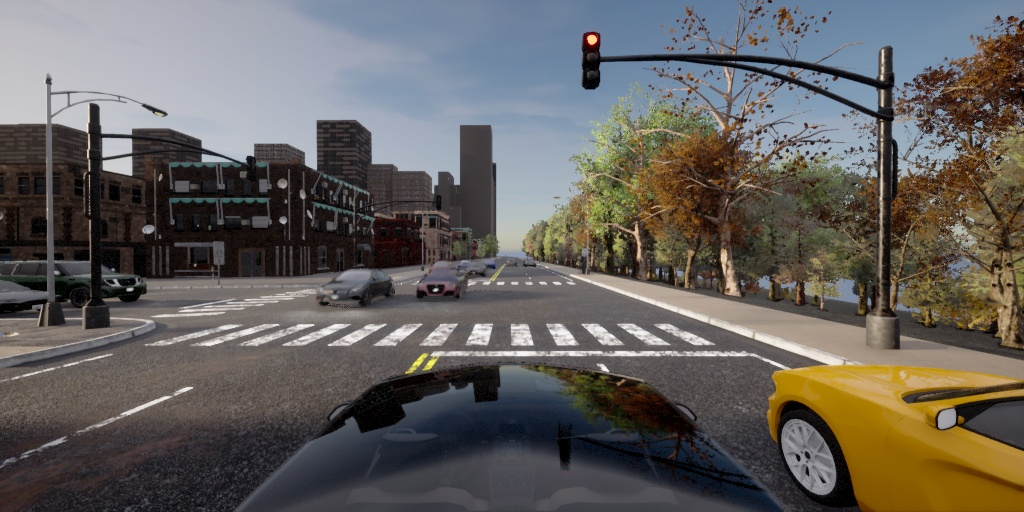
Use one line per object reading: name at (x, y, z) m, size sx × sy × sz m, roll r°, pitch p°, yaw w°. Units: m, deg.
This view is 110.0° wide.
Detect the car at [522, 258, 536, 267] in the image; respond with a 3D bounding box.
car at (3.282, 1.290, 64.455) m, size 1.994 × 1.385 × 4.181 m, roll 0°, pitch 0°, yaw 1°

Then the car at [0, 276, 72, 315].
car at (-19.958, 1.565, 13.458) m, size 4.313 × 1.339 × 1.948 m, roll 0°, pitch 0°, yaw 0°

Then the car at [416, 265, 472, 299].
car at (-3.367, 1.310, 17.836) m, size 1.994 × 1.385 × 4.181 m, roll 0°, pitch 0°, yaw 0°

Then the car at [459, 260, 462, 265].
car at (-6.642, 1.258, 51.440) m, size 1.812 × 1.442 × 4.674 m, roll 0°, pitch 0°, yaw 0°

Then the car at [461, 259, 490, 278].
car at (-3.382, 1.241, 34.294) m, size 1.837 × 1.490 × 4.892 m, roll 0°, pitch 1°, yaw 0°

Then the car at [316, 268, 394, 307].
car at (-6.614, 1.273, 15.699) m, size 1.812 × 1.442 × 4.674 m, roll 0°, pitch 0°, yaw 0°

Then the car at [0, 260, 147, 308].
car at (-20.010, 1.194, 16.159) m, size 5.566 × 2.045 × 2.150 m, roll -1°, pitch 1°, yaw 0°

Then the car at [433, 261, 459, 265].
car at (-6.634, 1.218, 34.370) m, size 1.882 × 1.535 × 5.008 m, roll 0°, pitch 0°, yaw -1°

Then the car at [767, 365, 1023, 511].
car at (3.351, 1.228, 1.351) m, size 1.882 × 1.535 × 5.008 m, roll 0°, pitch 0°, yaw 0°

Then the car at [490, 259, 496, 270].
car at (-3.392, 1.209, 53.166) m, size 1.882 × 1.535 × 5.008 m, roll 0°, pitch 0°, yaw 0°
